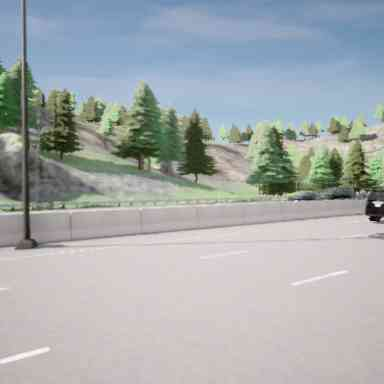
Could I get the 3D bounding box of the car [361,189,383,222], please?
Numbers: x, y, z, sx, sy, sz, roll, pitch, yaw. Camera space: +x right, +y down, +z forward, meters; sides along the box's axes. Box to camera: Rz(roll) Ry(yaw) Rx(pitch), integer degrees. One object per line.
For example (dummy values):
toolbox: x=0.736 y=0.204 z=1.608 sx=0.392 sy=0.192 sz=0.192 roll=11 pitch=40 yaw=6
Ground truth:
car: x=13.003 y=0.812 z=20.299 sx=5.566 sy=2.045 sz=2.150 roll=-1 pitch=1 yaw=-28

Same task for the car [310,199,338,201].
car: x=18.403 y=0.416 z=42.584 sx=5.566 sy=2.045 sz=2.150 roll=-1 pitch=1 yaw=-25

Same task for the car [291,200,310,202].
car: x=15.576 y=0.721 z=45.134 sx=5.357 sy=1.411 sz=2.033 roll=-1 pitch=1 yaw=-25

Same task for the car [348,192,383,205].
car: x=21.101 y=0.785 z=39.975 sx=4.181 sy=1.385 sz=1.994 roll=-1 pitch=1 yaw=-24

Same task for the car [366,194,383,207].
car: x=21.428 y=0.879 z=36.302 sx=4.718 sy=1.301 sz=1.895 roll=-1 pitch=1 yaw=-25
